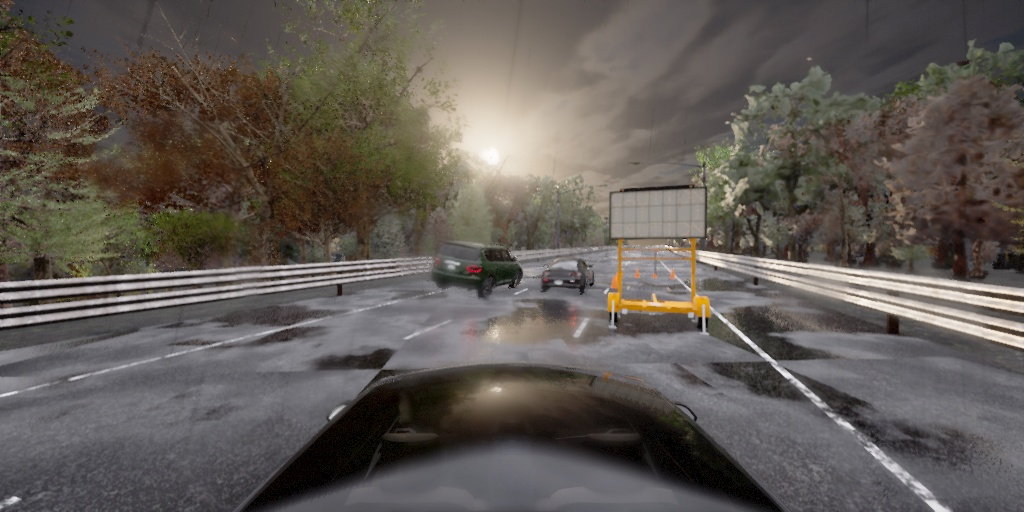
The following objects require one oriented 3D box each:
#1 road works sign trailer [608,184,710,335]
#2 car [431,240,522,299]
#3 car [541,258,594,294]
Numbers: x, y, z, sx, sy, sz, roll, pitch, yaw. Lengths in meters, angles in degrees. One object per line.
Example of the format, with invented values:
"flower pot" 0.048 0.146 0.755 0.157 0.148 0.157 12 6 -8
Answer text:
"road works sign trailer" 3.892 -0.056 9.767 2.380 3.560 2.880 0 0 20
"car" -1.265 0.433 15.504 2.150 2.045 5.566 10 5 20
"car" 2.626 0.805 16.374 1.812 1.442 4.674 0 2 19
